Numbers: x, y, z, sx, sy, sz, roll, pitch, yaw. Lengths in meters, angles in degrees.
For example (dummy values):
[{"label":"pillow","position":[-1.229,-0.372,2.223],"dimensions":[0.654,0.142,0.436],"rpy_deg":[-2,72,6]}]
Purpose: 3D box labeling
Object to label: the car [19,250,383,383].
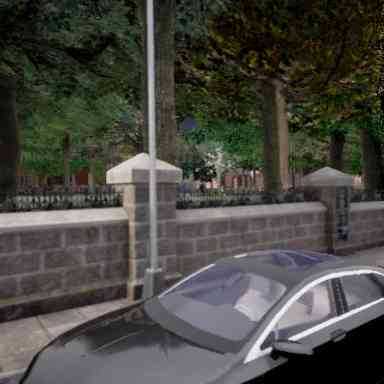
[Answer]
[{"label":"car","position":[0.815,1.484,3.629],"dimensions":[4.902,1.511,2.128],"rpy_deg":[0,0,-34]}]
